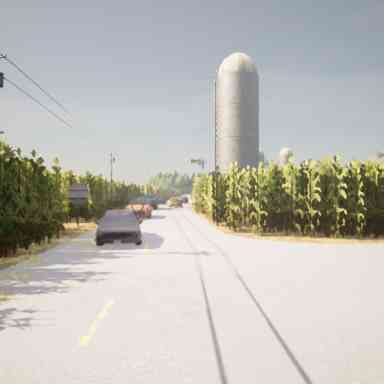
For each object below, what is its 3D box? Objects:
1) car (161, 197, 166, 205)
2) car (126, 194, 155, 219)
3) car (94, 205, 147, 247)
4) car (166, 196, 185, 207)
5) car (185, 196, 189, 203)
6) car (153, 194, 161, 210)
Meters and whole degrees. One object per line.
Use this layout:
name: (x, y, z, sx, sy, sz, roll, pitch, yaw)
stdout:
car: (-5.585, 1.563, 58.876, 1.994, 1.385, 4.181, 0, 0, 3)
car: (-4.553, 1.349, 28.636, 2.097, 1.767, 4.553, 0, 0, -5)
car: (-3.336, 1.546, 15.410, 2.033, 1.411, 5.357, 0, 0, -10)
car: (-2.388, 1.472, 50.502, 1.882, 1.535, 5.008, 0, 0, 0)
car: (-1.743, 1.539, 66.650, 2.033, 1.411, 5.357, 0, 0, 4)
car: (-5.588, 1.218, 42.881, 2.150, 2.045, 5.566, 0, 0, -2)
